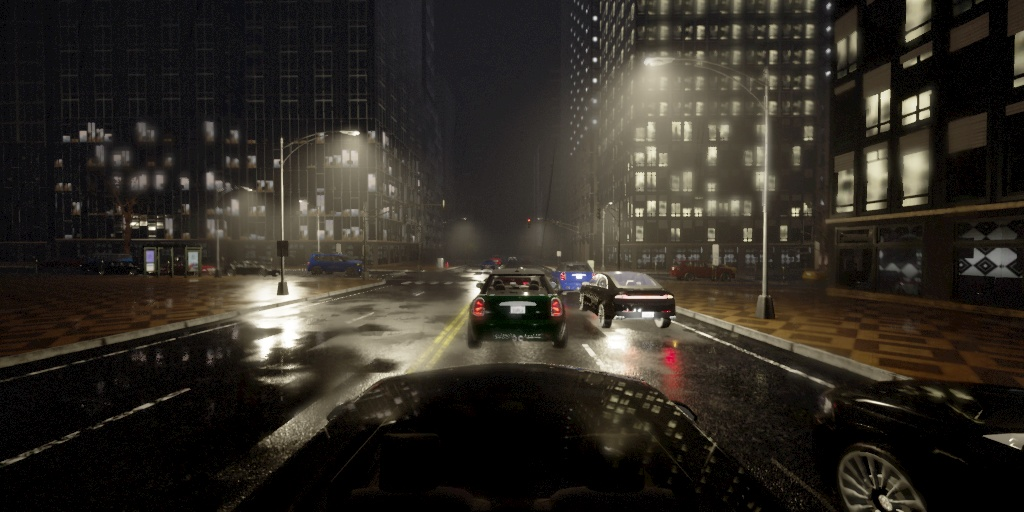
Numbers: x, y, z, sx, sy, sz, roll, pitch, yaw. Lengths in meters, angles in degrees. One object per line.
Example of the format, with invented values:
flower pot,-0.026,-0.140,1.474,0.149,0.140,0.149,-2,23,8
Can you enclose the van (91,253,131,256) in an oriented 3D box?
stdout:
van,-45.236,0.605,40.360,3.998,1.789,1.690,0,0,1

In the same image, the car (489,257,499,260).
car,-3.281,1.241,50.821,1.812,1.442,4.674,0,0,0

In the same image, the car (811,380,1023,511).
car,3.344,1.242,0.902,2.128,1.511,4.902,0,0,0

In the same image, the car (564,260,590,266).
car,3.375,1.092,20.136,2.097,1.767,4.553,0,0,0

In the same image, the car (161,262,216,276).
car,-28.376,1.138,31.504,4.207,1.307,1.802,0,0,1

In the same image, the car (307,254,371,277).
car,-16.296,0.849,33.774,5.566,2.045,2.150,0,1,5

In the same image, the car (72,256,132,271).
car,-38.089,0.971,34.408,5.357,1.411,2.033,1,1,1

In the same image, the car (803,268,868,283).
car,27.680,1.578,30.573,4.829,1.417,1.751,0,0,1

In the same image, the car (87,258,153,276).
car,-34.057,1.069,31.685,4.313,1.339,1.948,0,0,1

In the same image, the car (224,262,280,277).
car,-22.692,1.174,31.364,4.313,1.339,1.948,0,0,1

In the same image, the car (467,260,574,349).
car,0.111,1.099,9.320,2.097,1.767,4.553,0,0,0

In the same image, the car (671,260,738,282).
car,16.232,1.269,30.785,5.009,1.841,2.192,0,0,1

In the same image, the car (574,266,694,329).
car,3.363,1.237,11.294,2.128,1.511,4.902,0,0,0
